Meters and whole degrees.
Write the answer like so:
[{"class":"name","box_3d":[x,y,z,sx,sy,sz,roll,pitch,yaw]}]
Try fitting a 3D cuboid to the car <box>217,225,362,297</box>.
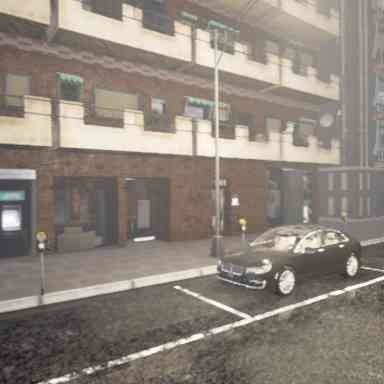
[{"class":"car","box_3d":[2.611,1.546,8.436,4.403,1.369,2.008,0,-1,-36]}]
